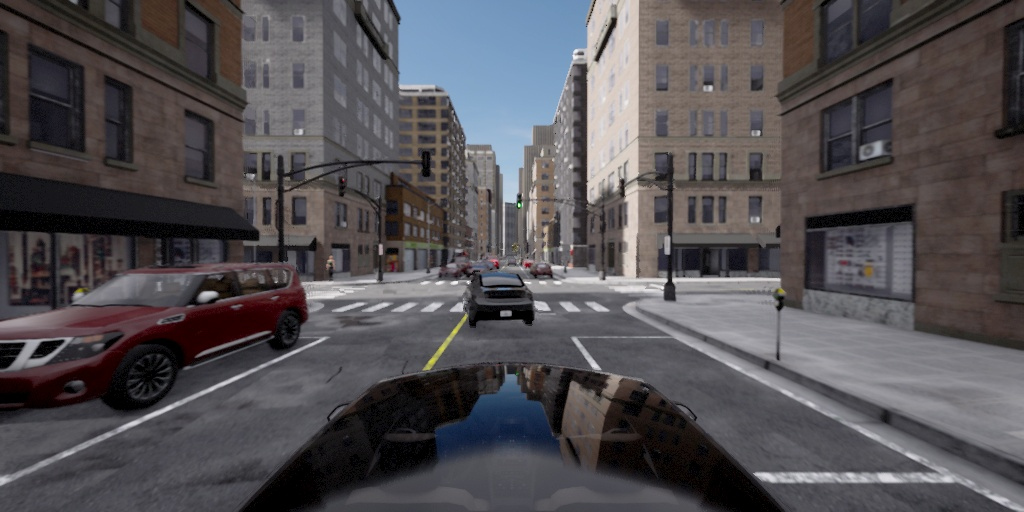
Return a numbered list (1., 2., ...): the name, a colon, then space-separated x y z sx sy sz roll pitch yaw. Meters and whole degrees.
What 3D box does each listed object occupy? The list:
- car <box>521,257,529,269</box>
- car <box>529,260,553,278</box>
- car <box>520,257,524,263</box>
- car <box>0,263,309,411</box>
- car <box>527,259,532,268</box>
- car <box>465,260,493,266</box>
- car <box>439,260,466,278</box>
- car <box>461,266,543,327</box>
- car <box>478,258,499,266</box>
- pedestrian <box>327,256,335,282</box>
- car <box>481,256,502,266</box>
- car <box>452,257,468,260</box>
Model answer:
1. car: 2.858 1.276 55.580 1.888 1.381 4.507 0 0 0
2. car: 2.857 1.310 33.327 1.802 1.307 4.207 0 0 0
3. car: 2.858 1.174 61.143 1.967 1.591 4.097 0 0 0
4. car: -5.669 1.059 6.300 2.192 1.841 5.009 0 0 0
5. car: 2.857 1.253 39.061 1.751 1.417 4.829 0 0 0
6. car: -3.098 1.292 33.712 1.994 1.385 4.181 0 0 0
7. car: -5.668 1.310 33.300 1.802 1.307 4.207 0 0 0
8. car: -0.566 1.246 11.642 1.837 1.490 4.892 0 0 -10
9. car: -3.091 1.275 44.139 2.033 1.411 5.357 0 0 0
10. pedestrian: -12.545 0.876 24.824 0.375 1.860 0.375 0 1 0
11. car: -3.038 0.952 54.609 2.150 2.045 5.566 0 0 0
12. car: -5.668 1.042 38.865 2.192 1.841 5.009 0 0 0
